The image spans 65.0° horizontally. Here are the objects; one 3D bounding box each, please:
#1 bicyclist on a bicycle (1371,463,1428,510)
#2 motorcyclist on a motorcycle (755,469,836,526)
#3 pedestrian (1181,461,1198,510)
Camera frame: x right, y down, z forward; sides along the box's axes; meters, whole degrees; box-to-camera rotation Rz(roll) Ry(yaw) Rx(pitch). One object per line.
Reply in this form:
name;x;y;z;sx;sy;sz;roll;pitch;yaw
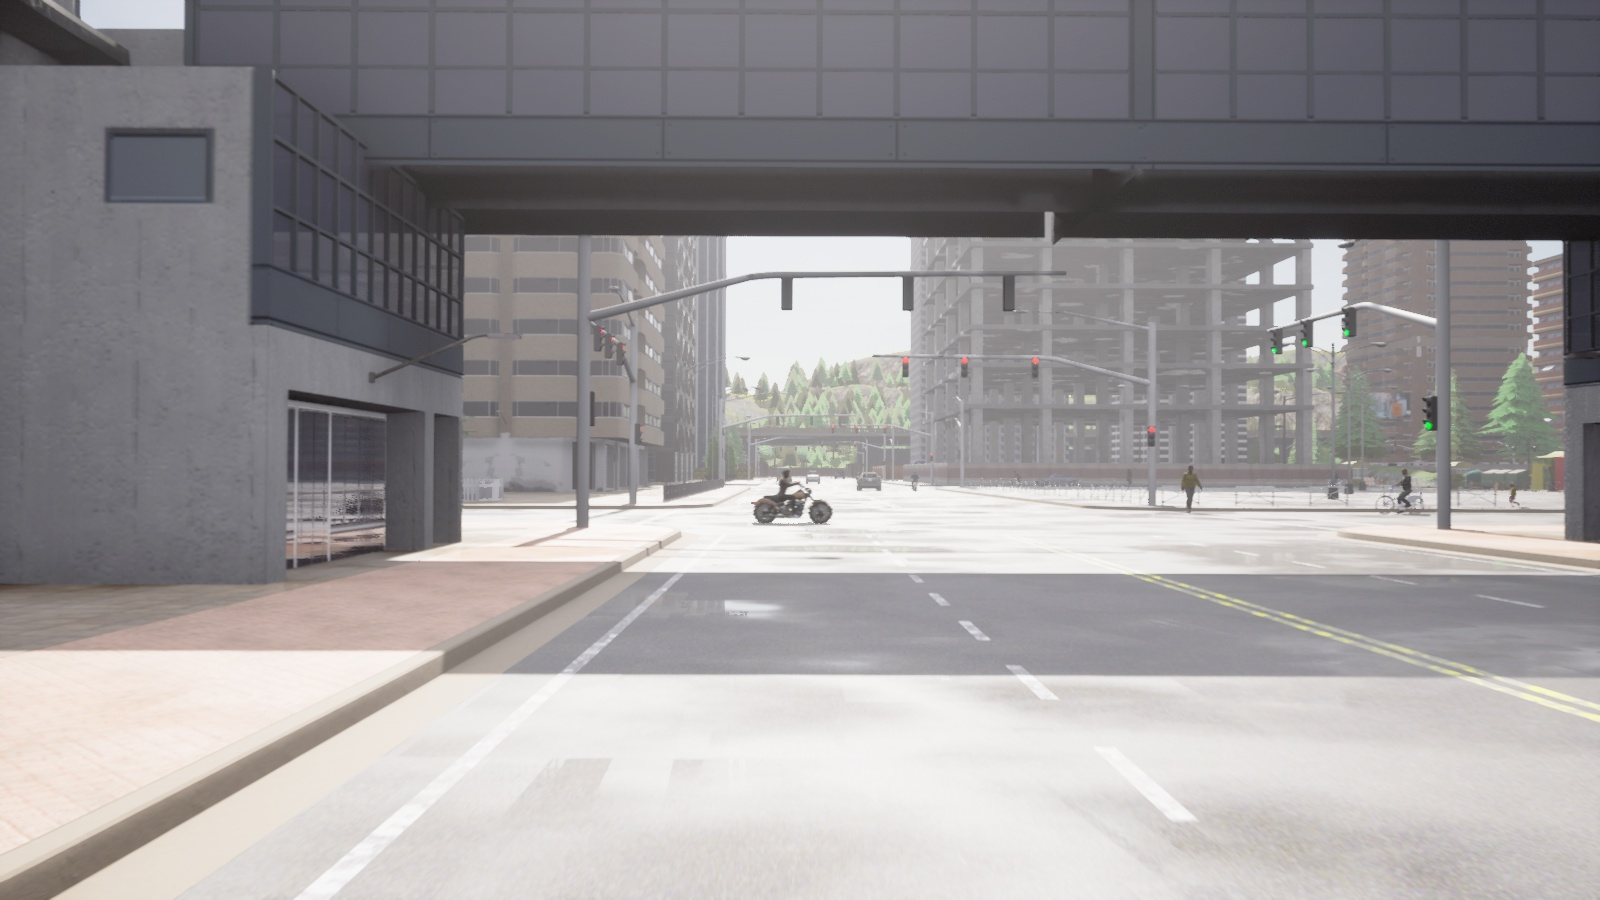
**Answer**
bicyclist on a bicycle;22.696;1.391;47.571;1.843;1.776;0.659;0;-1;0
motorcyclist on a motorcycle;-0.150;1.383;36.852;2.350;1.649;0.766;0;-1;-1
pedestrian;14.732;1.351;47.479;0.431;1.840;0.709;0;-1;2
